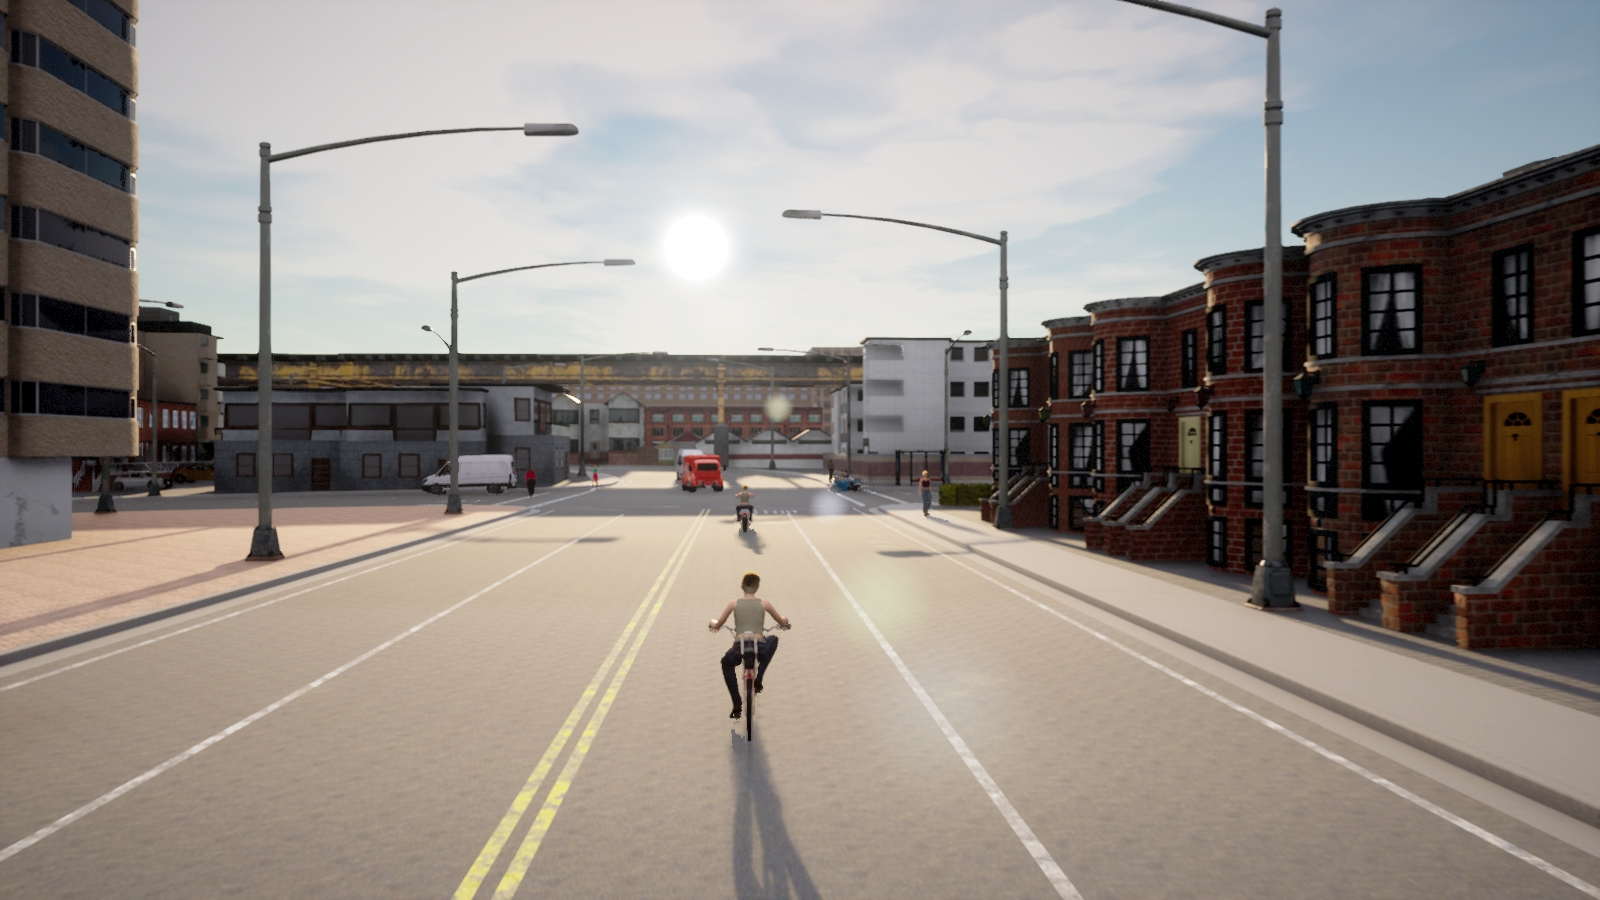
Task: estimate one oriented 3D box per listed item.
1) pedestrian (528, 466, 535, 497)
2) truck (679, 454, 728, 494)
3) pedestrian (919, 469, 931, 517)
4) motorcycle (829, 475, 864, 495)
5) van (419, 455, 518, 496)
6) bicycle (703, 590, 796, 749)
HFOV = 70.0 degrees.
[{"bbox_3d":[-16.288,1.913,69.249,0.375,1.860,0.375,0,0,-18],"label":"pedestrian"},{"bbox_3d":[-6.545,1.589,77.244,2.627,2.467,5.204,0,1,-12],"label":"truck"},{"bbox_3d":[4.961,1.703,45.266,0.375,1.860,0.375,0,0,-16],"label":"pedestrian"},{"bbox_3d":[2.918,2.188,72.119,2.033,1.224,0.803,0,2,-13],"label":"motorcycle"},{"bbox_3d":[-21.556,1.638,74.431,5.915,2.561,1.988,-1,0,-5],"label":"van"},{"bbox_3d":[-0.503,2.147,11.436,0.859,1.301,1.487,0,0,-2],"label":"bicycle"}]
